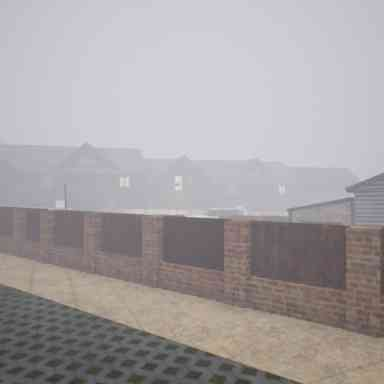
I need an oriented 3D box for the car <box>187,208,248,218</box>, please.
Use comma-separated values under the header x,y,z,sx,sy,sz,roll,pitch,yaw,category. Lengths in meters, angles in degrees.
x,y,z,sx,sy,sz,roll,pitch,yaw,category
2.094,2.303,27.203,5.566,2.045,2.150,2,-2,-22,car
